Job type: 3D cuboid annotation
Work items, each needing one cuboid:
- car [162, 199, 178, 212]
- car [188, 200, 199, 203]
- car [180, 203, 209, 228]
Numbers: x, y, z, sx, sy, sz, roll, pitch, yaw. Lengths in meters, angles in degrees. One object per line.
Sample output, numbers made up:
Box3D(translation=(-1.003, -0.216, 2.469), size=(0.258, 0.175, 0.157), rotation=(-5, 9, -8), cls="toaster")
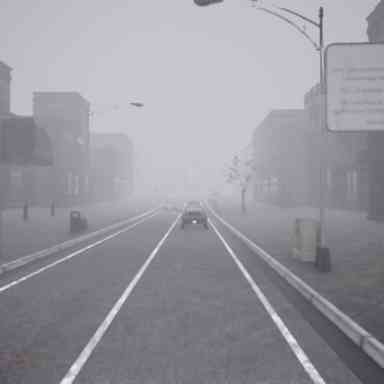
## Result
Box3D(translation=(-2.946, 1.815, 45.968), size=(2.128, 1.511, 4.902), rotation=(0, 2, 0), cls="car")
Box3D(translation=(0.225, 1.826, 43.003), size=(2.033, 1.649, 4.856), rotation=(0, 0, 0), cls="car")
Box3D(translation=(0.170, 1.783, 24.604), size=(1.837, 1.490, 4.892), rotation=(0, -1, 0), cls="car")
